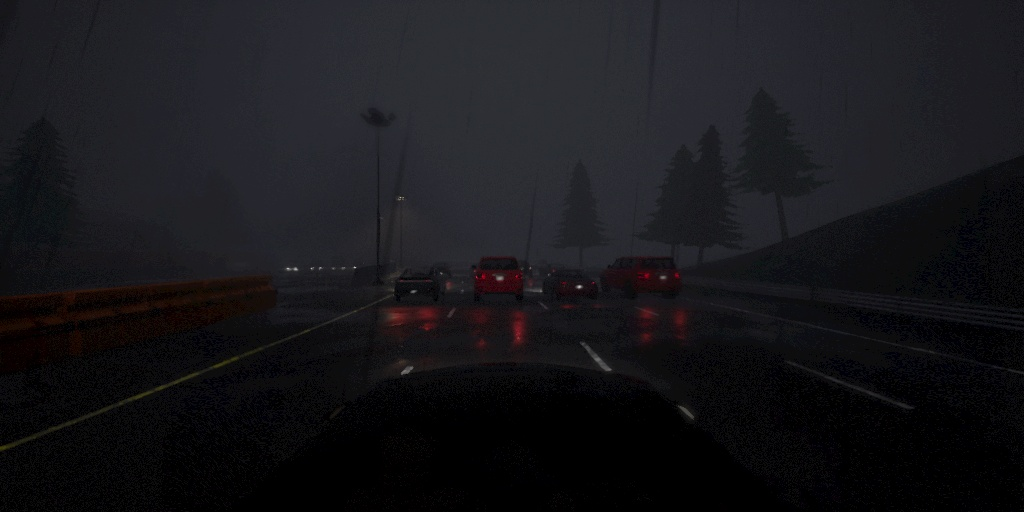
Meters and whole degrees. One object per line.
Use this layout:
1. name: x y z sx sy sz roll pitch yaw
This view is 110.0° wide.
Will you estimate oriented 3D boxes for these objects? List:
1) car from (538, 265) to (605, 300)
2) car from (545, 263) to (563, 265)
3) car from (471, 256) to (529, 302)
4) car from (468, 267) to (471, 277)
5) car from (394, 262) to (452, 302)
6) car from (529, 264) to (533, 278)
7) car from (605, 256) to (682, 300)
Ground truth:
1. car: 2.745 1.320 17.623 1.994 1.385 4.181 0 0 -5
2. car: 3.919 1.364 34.286 1.895 1.301 4.718 0 0 -11
3. car: -0.743 1.005 17.326 2.150 2.045 5.566 0 0 -5
4. car: -2.953 1.311 32.954 2.033 1.411 5.357 0 0 -11
5. car: -4.225 1.242 16.969 2.128 1.511 4.902 0 0 -5
6. car: 0.491 1.114 33.576 2.097 1.767 4.553 0 0 -11
7. car: 6.227 1.005 17.980 2.150 2.045 5.566 0 0 -5
